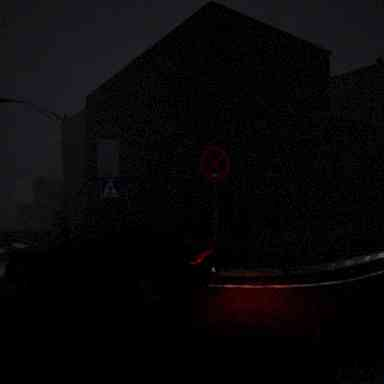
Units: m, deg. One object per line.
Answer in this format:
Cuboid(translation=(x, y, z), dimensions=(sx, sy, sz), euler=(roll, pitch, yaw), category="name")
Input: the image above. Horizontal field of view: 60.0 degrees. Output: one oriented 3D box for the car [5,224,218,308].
Cuboid(translation=(-1.910, 1.505, 7.753), dimensions=(5.008, 1.535, 1.882), euler=(-1, 0, 17), category="car")
